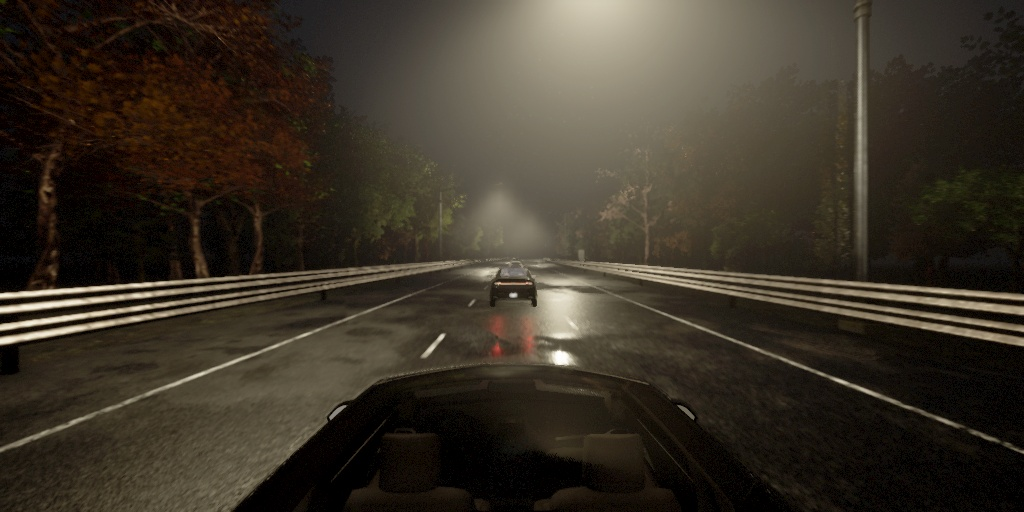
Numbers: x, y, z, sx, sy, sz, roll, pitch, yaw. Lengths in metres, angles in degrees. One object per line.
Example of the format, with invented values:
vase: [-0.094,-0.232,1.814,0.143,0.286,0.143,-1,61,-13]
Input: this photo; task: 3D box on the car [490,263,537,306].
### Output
car: [0.070,1.249,15.808,2.128,1.511,4.902,0,0,0]

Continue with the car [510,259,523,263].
car: [0.457,1.292,41.277,1.812,1.442,4.674,0,0,1]
